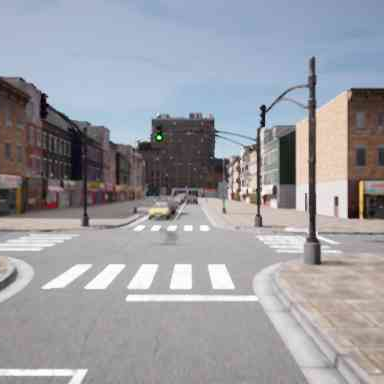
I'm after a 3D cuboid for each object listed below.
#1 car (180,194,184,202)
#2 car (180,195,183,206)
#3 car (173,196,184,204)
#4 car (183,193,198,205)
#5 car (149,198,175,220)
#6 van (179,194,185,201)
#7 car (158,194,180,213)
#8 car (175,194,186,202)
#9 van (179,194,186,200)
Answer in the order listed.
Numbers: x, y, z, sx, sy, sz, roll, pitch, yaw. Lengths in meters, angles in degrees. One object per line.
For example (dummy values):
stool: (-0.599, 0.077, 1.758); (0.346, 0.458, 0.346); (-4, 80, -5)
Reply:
car: (-2.634, 1.506, 55.225); (1.752, 1.417, 4.829); (0, 0, 0)
car: (-2.635, 1.525, 44.508); (2.008, 1.369, 4.403); (0, 0, 0)
car: (-2.634, 1.534, 66.284); (1.887, 1.381, 4.507); (0, 0, 0)
car: (0.001, 1.336, 58.706); (2.097, 1.767, 4.553); (0, 0, 0)
car: (-2.634, 1.500, 28.006); (1.752, 1.417, 4.829); (0, 0, 0)
van: (-2.633, 1.338, 88.061); (1.690, 1.788, 3.998); (0, 0, 0)
car: (-2.633, 1.288, 33.619); (2.192, 1.841, 5.009); (0, 0, 0)
car: (-2.633, 1.310, 77.173); (2.192, 1.841, 5.009); (0, 0, 0)
van: (-2.633, 1.338, 93.505); (1.690, 1.788, 3.998); (0, 0, 0)
